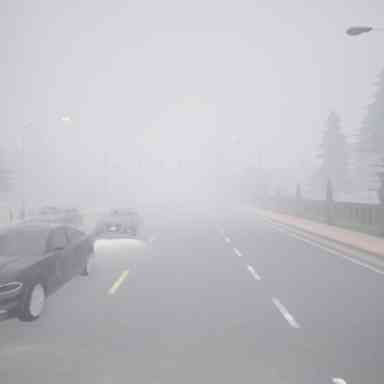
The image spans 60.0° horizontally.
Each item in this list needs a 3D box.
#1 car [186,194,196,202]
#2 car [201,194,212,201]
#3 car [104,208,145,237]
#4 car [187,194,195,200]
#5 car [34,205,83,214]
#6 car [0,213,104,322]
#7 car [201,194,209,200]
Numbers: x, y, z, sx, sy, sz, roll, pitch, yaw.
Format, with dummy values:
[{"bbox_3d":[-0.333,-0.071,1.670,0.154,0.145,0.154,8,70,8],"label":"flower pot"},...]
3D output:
[{"bbox_3d":[-0.133,1.320,72.608,1.812,1.442,4.674,0,0,-1],"label":"car"},{"bbox_3d":[3.368,1.335,73.130,1.994,1.385,4.181,0,0,-1],"label":"car"},{"bbox_3d":[-3.715,1.527,17.668,1.994,1.385,4.181,0,0,0],"label":"car"},{"bbox_3d":[-0.289,1.222,82.891,2.033,1.411,5.357,0,0,-1],"label":"car"},{"bbox_3d":[-7.216,1.468,17.582,2.128,1.511,4.902,0,0,0],"label":"car"},{"bbox_3d":[-3.648,1.469,7.444,1.882,1.535,5.008,0,0,0],"label":"car"},{"bbox_3d":[3.211,1.193,82.916,1.812,1.442,4.674,0,0,-1],"label":"car"}]
